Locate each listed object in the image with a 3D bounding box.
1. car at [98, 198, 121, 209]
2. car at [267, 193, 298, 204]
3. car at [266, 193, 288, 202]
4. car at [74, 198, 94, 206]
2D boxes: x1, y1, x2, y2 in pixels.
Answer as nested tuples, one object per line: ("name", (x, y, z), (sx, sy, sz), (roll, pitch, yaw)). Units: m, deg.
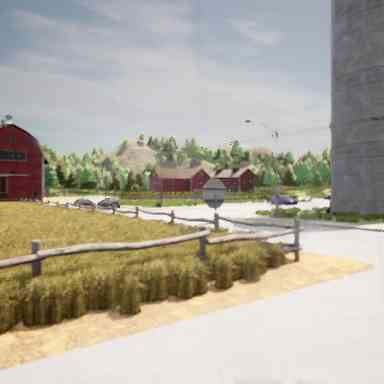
("car", (-10.854, 1.511, 43.607), (1.812, 1.442, 4.674), (0, 0, -35))
("car", (15.630, 1.438, 56.124), (2.242, 1.667, 4.611), (0, 0, -36))
("car", (19.130, 1.255, 75.094), (1.932, 1.855, 4.605), (0, 0, -36))
("car", (-16.872, 1.550, 51.872), (1.994, 1.385, 4.181), (0, 0, -36))
